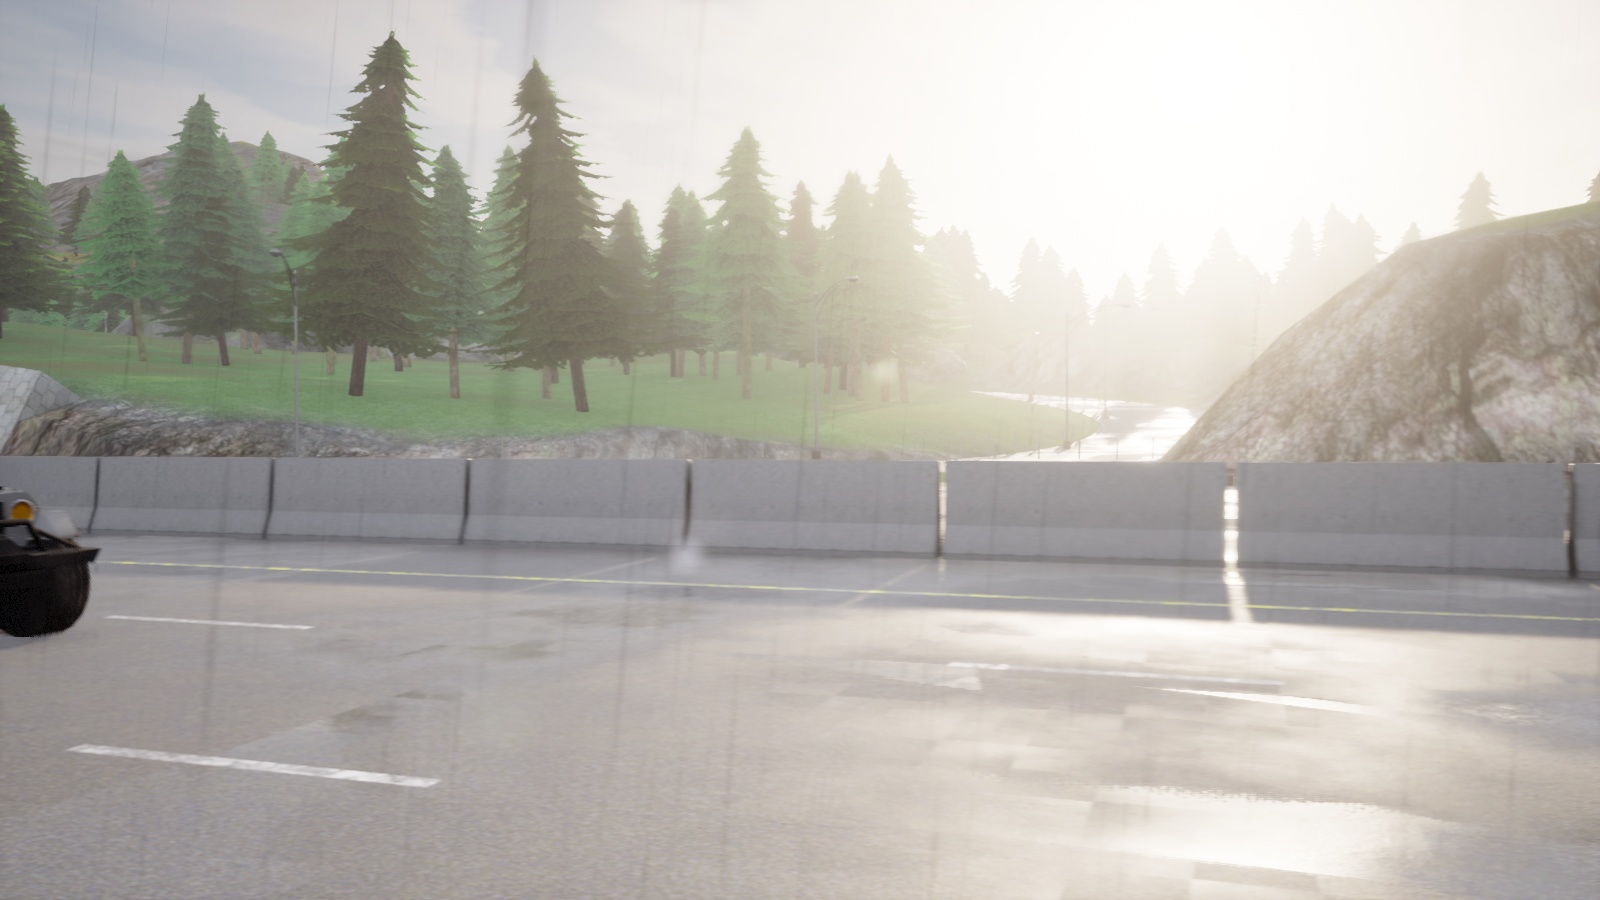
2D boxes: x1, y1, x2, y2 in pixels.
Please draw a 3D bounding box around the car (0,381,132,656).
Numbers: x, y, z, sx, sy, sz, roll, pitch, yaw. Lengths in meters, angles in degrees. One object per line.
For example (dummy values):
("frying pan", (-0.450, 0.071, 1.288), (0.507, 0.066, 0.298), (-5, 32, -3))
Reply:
("car", (-7.251, 0.445, 9.322), (3.866, 1.878, 1.905), (1, 1, 19))
